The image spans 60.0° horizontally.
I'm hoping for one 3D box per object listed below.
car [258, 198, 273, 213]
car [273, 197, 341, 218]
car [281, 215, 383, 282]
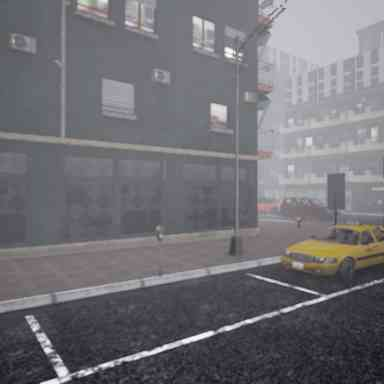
[{"bbox_3d":[8.142,1.392,34.205,2.097,1.767,4.553,0,0,-36],"label":"car"},{"bbox_3d":[9.669,1.364,27.687,2.192,1.841,5.009,1,0,-36],"label":"car"},{"bbox_3d":[4.670,1.565,9.893,4.829,1.417,1.752,0,0,-36],"label":"car"}]
